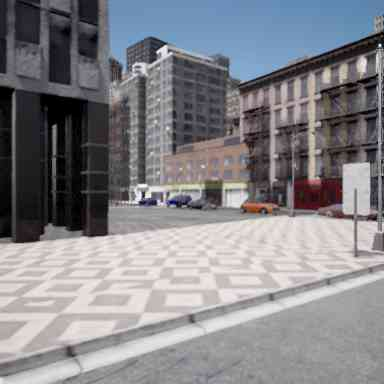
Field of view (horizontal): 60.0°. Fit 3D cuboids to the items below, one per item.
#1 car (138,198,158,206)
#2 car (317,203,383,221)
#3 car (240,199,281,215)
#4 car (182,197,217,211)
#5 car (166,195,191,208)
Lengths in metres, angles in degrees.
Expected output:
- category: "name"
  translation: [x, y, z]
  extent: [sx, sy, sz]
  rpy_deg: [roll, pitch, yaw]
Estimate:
- category: "car"
  translation: [-8.278, 1.806, 62.005]
  extent: [1.882, 1.535, 5.008]
  rpy_deg: [0, 0, -36]
- category: "car"
  translation: [13.093, 1.636, 27.582]
  extent: [2.033, 1.411, 5.357]
  rpy_deg: [0, -1, -33]
- category: "car"
  translation: [7.263, 1.510, 35.517]
  extent: [2.097, 1.767, 4.553]
  rpy_deg: [0, 0, -36]
- category: "car"
  translation: [1.278, 1.714, 43.713]
  extent: [2.128, 1.511, 4.902]
  rpy_deg: [0, 0, -36]
- category: "car"
  translation: [-2.065, 1.510, 53.602]
  extent: [2.150, 2.045, 5.566]
  rpy_deg: [0, 0, -36]
